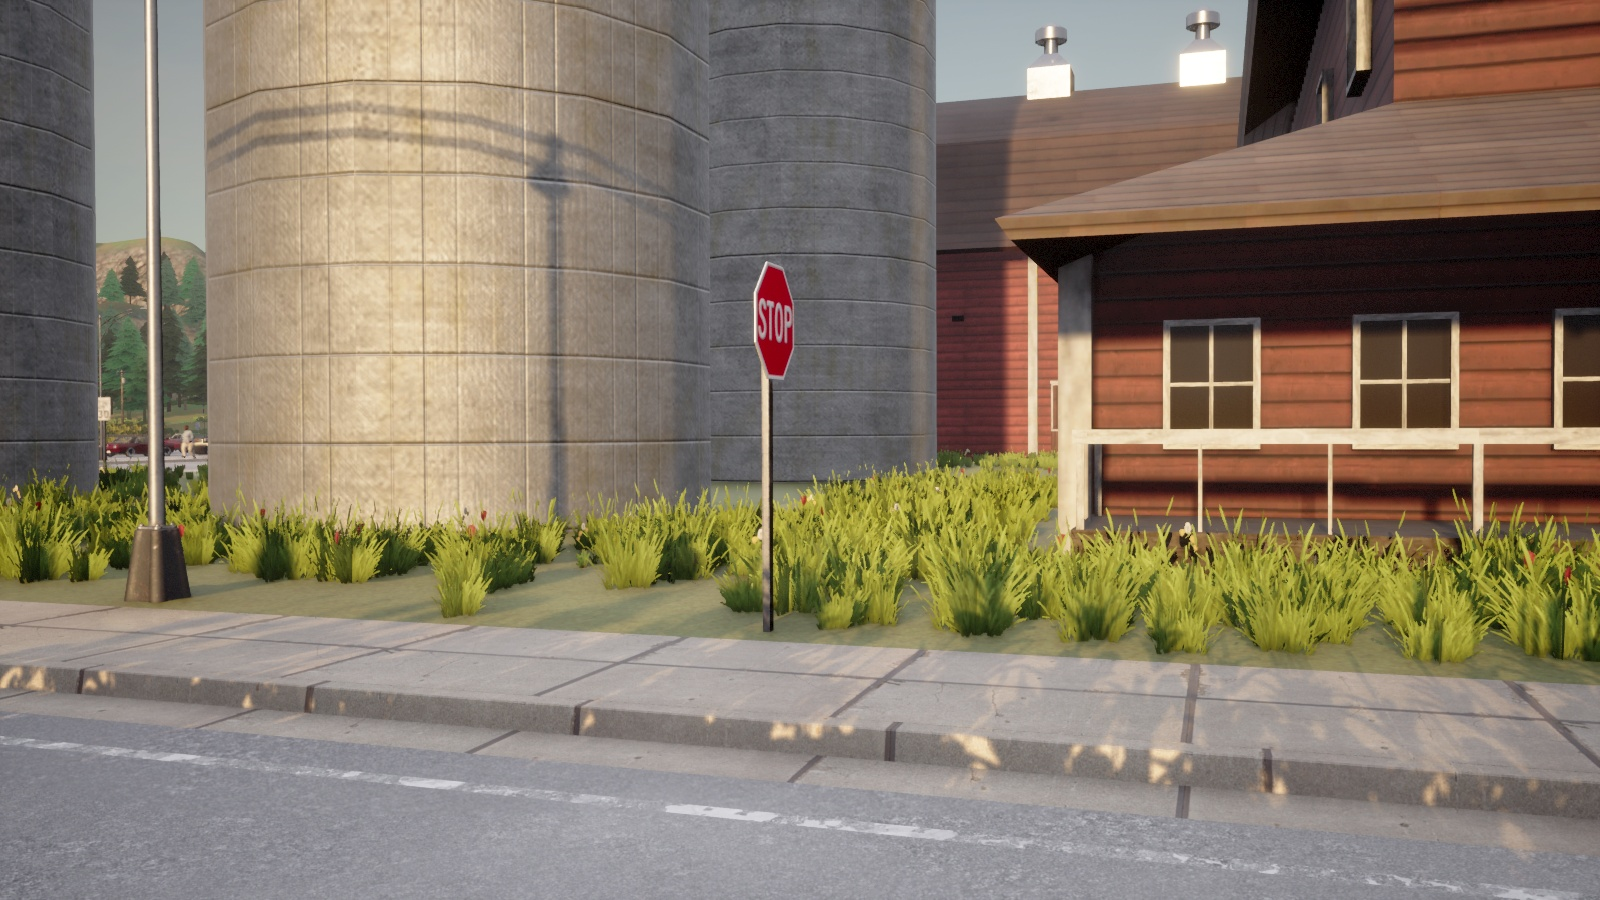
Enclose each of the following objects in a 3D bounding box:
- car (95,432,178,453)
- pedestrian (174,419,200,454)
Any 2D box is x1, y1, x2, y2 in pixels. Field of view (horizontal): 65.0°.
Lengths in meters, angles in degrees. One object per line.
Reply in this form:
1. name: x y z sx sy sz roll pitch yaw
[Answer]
1. car: -42.547 -0.523 80.598 1.895 1.301 4.718 1 1 18
2. pedestrian: -32.396 -0.703 66.395 0.874 1.855 0.900 0 1 15
